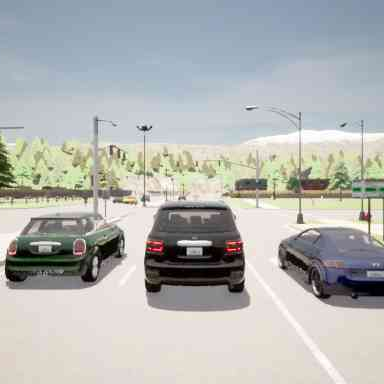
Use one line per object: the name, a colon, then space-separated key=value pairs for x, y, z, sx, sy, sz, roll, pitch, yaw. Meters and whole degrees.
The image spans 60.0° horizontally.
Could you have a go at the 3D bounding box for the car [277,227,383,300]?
car: x=3.575 y=1.567 z=8.476 sx=1.994 sy=1.385 sz=4.181 roll=0 pitch=0 yaw=0

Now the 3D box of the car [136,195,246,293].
car: x=0.072 y=1.225 z=9.021 sx=2.150 sy=2.045 sz=5.566 roll=0 pitch=0 yaw=0

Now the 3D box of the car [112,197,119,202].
car: x=-14.253 y=1.588 z=64.981 sx=1.994 sy=1.385 sz=4.181 roll=0 pitch=0 yaw=2

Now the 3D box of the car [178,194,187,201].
car: x=-2.417 y=1.390 z=83.423 sx=2.128 sy=1.511 sz=4.902 roll=0 pitch=0 yaw=1

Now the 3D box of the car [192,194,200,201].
car: x=1.082 y=1.343 z=83.368 sx=1.882 sy=1.535 sz=5.008 roll=0 pitch=0 yaw=1

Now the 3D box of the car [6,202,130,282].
car: x=-3.421 y=1.356 z=9.915 sx=2.097 sy=1.767 sz=4.553 roll=0 pitch=0 yaw=0

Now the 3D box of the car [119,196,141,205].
car: x=-10.905 y=1.500 z=58.699 sx=1.882 sy=1.535 sz=5.008 roll=0 pitch=0 yaw=1

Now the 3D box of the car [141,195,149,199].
car: x=-10.560 y=1.521 z=74.852 sx=1.837 sy=1.490 sz=4.892 roll=0 pitch=0 yaw=1
